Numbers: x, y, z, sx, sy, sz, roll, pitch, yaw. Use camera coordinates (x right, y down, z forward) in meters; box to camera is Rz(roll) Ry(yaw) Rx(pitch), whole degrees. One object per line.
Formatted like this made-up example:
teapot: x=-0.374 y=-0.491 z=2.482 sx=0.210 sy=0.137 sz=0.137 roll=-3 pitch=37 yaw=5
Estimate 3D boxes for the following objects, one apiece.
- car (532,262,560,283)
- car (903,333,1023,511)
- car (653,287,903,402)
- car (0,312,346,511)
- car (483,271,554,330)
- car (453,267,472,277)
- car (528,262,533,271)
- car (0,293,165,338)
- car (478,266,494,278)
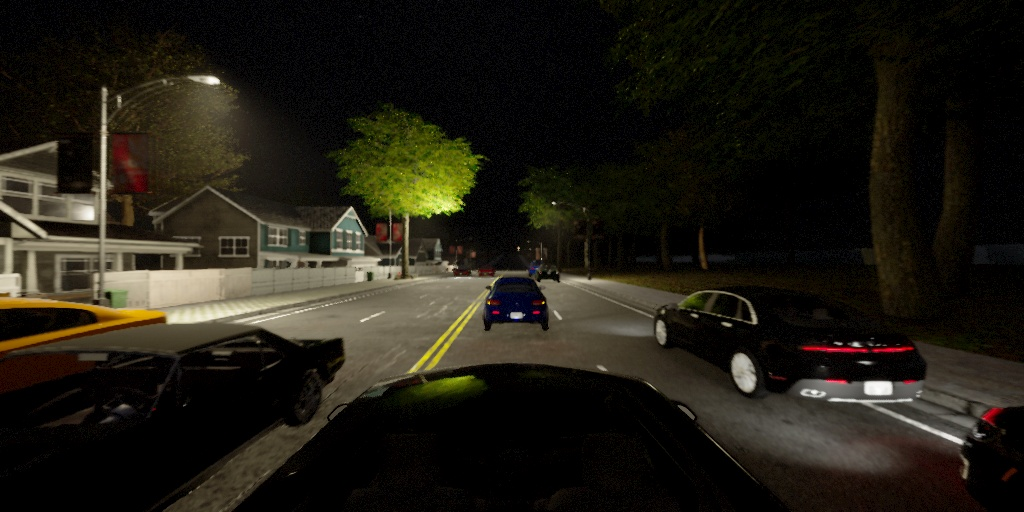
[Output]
car: x=3.356 y=1.603 z=34.593 sx=2.097 sy=1.767 sz=4.553 roll=0 pitch=-1 yaw=0
car: x=4.222 y=1.248 z=0.562 sx=1.837 sy=1.490 sz=4.892 roll=0 pitch=0 yaw=0
car: x=4.228 y=1.305 z=6.563 sx=1.837 sy=1.490 sz=4.892 roll=0 pitch=-1 yaw=0
car: x=-3.351 y=1.361 z=2.995 sx=1.895 sy=1.301 sz=4.718 roll=0 pitch=-1 yaw=0
car: x=0.110 y=1.381 z=11.469 sx=1.812 sy=1.442 sz=4.674 roll=0 pitch=-1 yaw=0
car: x=-6.535 y=2.114 z=47.796 sx=1.994 sy=1.385 sz=4.181 roll=0 pitch=-1 yaw=0
car: x=3.338 y=1.780 z=47.873 sx=2.150 sy=2.045 sz=5.566 roll=0 pitch=-1 yaw=1
car: x=-6.600 y=1.245 z=3.815 sx=1.882 sy=1.535 sz=5.008 roll=0 pitch=-1 yaw=0
car: x=-3.289 y=2.003 z=46.673 sx=1.882 sy=1.535 sz=5.008 roll=0 pitch=-1 yaw=0
